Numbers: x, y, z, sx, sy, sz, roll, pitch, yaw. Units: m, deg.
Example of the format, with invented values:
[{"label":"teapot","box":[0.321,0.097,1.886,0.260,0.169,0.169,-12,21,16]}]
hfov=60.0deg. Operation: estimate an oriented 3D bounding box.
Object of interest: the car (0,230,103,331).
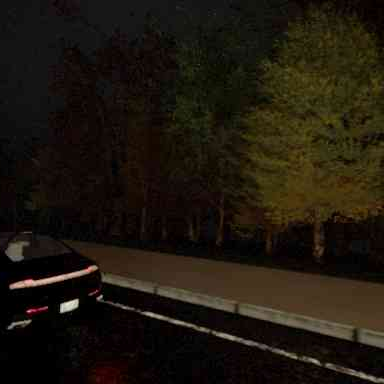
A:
[{"label":"car","box":[-3.815,1.494,6.405,4.902,1.511,2.128,0,0,35]}]
